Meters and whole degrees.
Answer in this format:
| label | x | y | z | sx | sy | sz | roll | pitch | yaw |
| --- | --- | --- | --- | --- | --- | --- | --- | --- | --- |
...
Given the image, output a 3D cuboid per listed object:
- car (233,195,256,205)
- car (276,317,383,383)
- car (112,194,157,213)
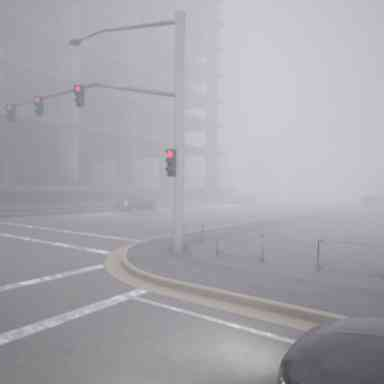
| label | x | y | z | sx | sy | sz | roll | pitch | yaw |
| --- | --- | --- | --- | --- | --- | --- | --- | --- | --- |
| car | 7.946 | 1.139 | 50.178 | 2.128 | 1.511 | 4.902 | 1 | 0 | 36 |
| car | 2.921 | 1.523 | 1.876 | 4.892 | 1.490 | 1.837 | 1 | 1 | 36 |
| car | -5.382 | 0.998 | 31.442 | 2.097 | 1.767 | 4.553 | 1 | 1 | 35 |
